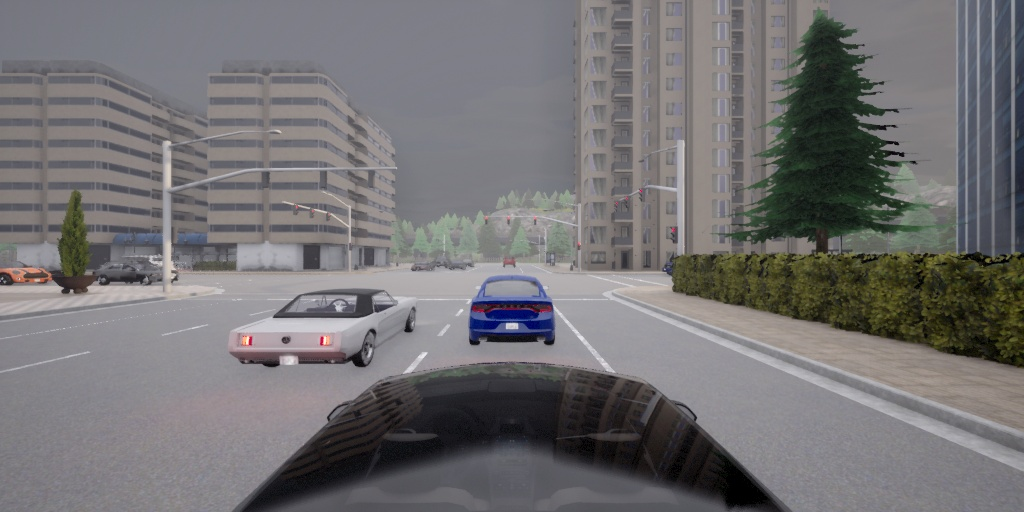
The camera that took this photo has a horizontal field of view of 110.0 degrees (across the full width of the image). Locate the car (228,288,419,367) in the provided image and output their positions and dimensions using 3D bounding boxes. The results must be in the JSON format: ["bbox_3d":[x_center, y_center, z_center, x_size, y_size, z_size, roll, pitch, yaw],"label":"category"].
[{"bbox_3d":[-3.497,1.351,7.855,1.895,1.301,4.718,0,0,0],"label":"car"}]

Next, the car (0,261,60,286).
[{"bbox_3d":[-35.099,1.102,24.822,4.553,1.767,2.097,0,0,0],"label":"car"}]

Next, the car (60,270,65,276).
[{"bbox_3d":[-38.615,1.351,28.329,4.718,1.301,1.895,0,0,0],"label":"car"}]

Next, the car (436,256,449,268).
[{"bbox_3d":[-11.084,0.975,56.837,2.150,2.045,5.566,0,0,0],"label":"car"}]

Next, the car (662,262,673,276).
[{"bbox_3d":[17.892,0.971,35.469,5.566,2.045,2.150,0,0,0],"label":"car"}]

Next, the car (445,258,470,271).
[{"bbox_3d":[-7.512,1.298,49.823,2.033,1.411,5.357,0,0,0],"label":"car"}]

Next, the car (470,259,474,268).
[{"bbox_3d":[-7.606,1.227,61.129,1.882,1.535,5.008,0,0,0],"label":"car"}]

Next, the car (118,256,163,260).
[{"bbox_3d":[-29.624,1.102,28.320,4.553,1.767,2.097,0,0,0],"label":"car"}]

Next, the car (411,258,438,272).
[{"bbox_3d":[-11.131,1.314,44.969,1.994,1.385,4.181,0,0,4],"label":"car"}]

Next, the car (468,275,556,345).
[{"bbox_3d":[-0.004,1.228,9.521,1.882,1.535,5.008,0,0,0],"label":"car"}]

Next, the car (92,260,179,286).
[{"bbox_3d":[-25.947,1.241,24.792,4.902,1.511,2.128,0,0,1],"label":"car"}]
